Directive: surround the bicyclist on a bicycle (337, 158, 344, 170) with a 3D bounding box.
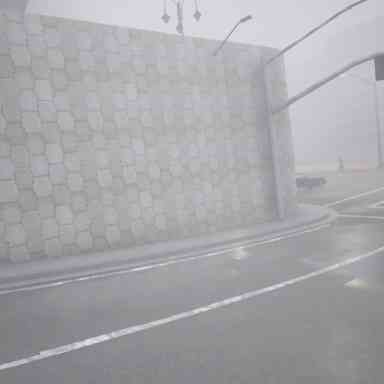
[{"bbox_3d":[20.053,-3.831,44.894,1.656,1.620,0.582,-11,6,-35],"label":"bicyclist on a bicycle"}]

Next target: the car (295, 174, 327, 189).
[{"bbox_3d":[10.008,-1.021,30.969,1.895,1.301,4.718,-11,6,-35],"label":"car"}]
